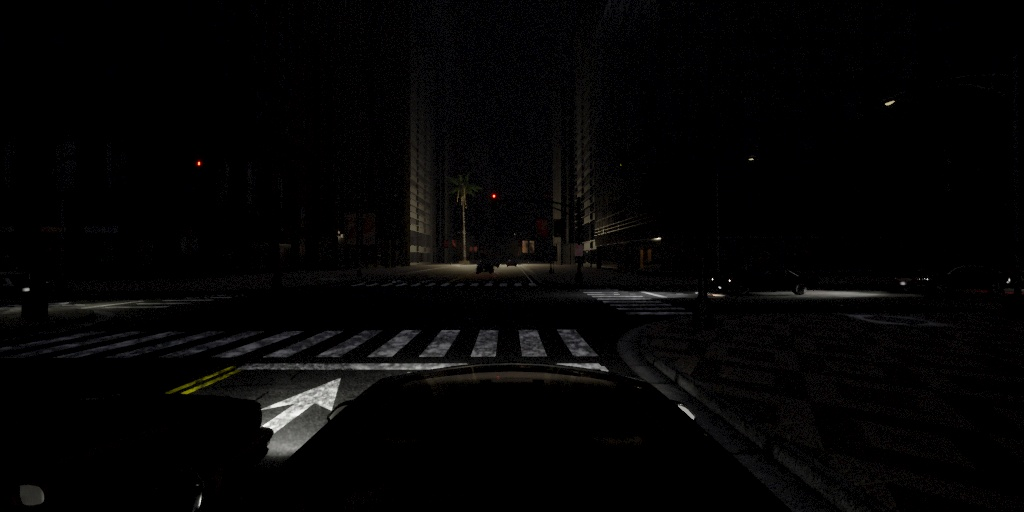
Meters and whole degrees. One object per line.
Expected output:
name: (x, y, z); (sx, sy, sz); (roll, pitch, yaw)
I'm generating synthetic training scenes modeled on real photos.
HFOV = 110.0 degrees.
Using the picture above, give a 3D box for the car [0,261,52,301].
car: (-22.977, 1.057, 14.933); (5.566, 2.045, 2.150); (0, 0, 0)

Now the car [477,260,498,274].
car: (-3.242, 1.339, 43.896); (2.128, 1.511, 4.902); (0, 0, 0)

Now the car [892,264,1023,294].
car: (23.000, 1.173, 18.886); (4.902, 1.511, 2.128); (0, 0, -1)

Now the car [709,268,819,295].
car: (12.994, 1.315, 18.719); (4.718, 1.301, 1.895); (0, 0, -2)

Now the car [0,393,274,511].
car: (-3.175, 1.297, 0.693); (2.033, 1.411, 5.357); (0, 0, 4)
